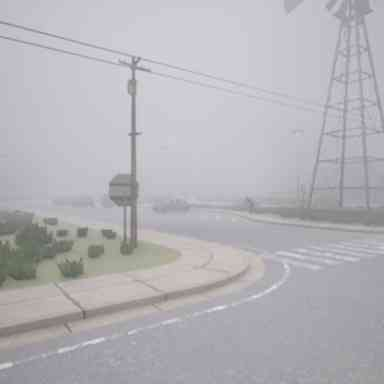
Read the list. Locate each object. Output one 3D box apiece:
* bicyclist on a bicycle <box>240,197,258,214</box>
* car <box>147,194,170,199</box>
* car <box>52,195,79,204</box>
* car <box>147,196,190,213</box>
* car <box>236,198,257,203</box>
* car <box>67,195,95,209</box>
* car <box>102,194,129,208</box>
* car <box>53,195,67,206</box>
[{"bbox_3d":[5.186,1.251,30.452,1.656,1.620,0.582,0,0,-2],"label":"bicyclist on a bicycle"},{"bbox_3d":[-6.081,1.238,62.623,4.605,1.855,1.932,0,0,-36],"label":"car"},{"bbox_3d":[-25.063,1.437,66.057,4.611,1.667,2.242,0,0,-36],"label":"car"},{"bbox_3d":[-2.268,1.462,36.038,4.193,1.474,1.816,0,0,-36],"label":"car"},{"bbox_3d":[7.387,1.448,44.624,3.905,1.438,1.784,0,0,-36],"label":"car"},{"bbox_3d":[-15.004,1.318,45.575,2.097,1.767,4.553,0,0,-36],"label":"car"},{"bbox_3d":[-10.717,1.270,46.560,3.866,1.878,1.905,0,0,-36],"label":"car"},{"bbox_3d":[-21.023,1.458,53.573,2.128,1.511,4.902,0,0,-37],"label":"car"}]
